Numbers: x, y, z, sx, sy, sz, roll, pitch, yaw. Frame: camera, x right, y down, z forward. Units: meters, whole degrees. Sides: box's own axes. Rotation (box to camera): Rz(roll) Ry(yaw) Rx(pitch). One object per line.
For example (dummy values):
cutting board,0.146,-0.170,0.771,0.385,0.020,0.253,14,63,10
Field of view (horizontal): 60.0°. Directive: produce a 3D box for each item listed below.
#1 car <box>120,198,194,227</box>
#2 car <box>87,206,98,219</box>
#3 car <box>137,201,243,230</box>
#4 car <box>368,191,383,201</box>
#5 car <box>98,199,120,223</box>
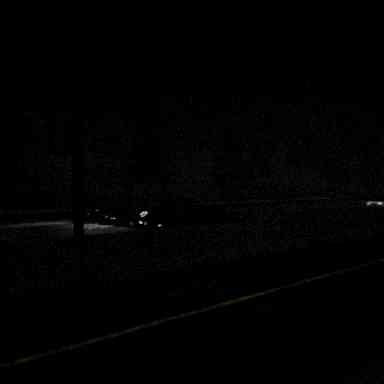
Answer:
car,-1.596,1.175,20.033,4.553,1.767,2.097,-1,1,-35
car,-5.587,1.313,25.784,4.902,1.511,2.128,-1,1,-35
car,0.192,1.376,17.010,5.357,1.411,2.033,-1,1,-35
car,28.463,0.583,49.930,5.008,1.535,1.882,-1,1,-35
car,-3.582,1.327,22.916,4.892,1.490,1.837,-1,1,-35
